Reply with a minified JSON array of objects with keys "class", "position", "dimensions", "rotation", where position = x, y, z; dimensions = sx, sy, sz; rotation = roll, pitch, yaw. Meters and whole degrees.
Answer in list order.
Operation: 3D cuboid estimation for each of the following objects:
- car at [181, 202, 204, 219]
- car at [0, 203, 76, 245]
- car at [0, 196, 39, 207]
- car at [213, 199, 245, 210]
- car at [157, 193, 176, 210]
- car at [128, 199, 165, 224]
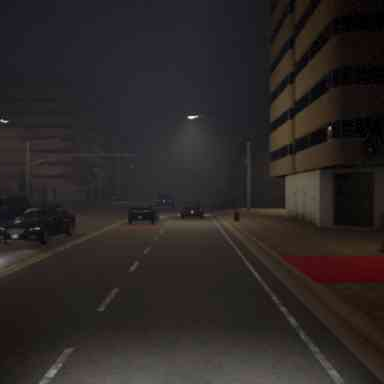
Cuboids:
[{"class":"car","position":[0.037,1.585,29.020],"dimensions":[1.994,1.385,4.181],"rotation":[0,0,1]},{"class":"car","position":[-7.055,1.504,15.732],"dimensions":[2.128,1.511,4.902],"rotation":[0,0,0]},{"class":"car","position":[-10.496,1.237,17.589],"dimensions":[2.150,2.045,5.566],"rotation":[0,0,0]},{"class":"car","position":[4.763,1.546,42.866],"dimensions":[4.181,1.385,1.994],"rotation":[0,0,-34]},{"class":"car","position":[-3.409,1.210,43.607],"dimensions":[2.150,2.045,5.566],"rotation":[0,0,0]},{"class":"car","position":[-3.492,1.510,24.694],"dimensions":[2.128,1.511,4.902],"rotation":[0,0,0]}]
